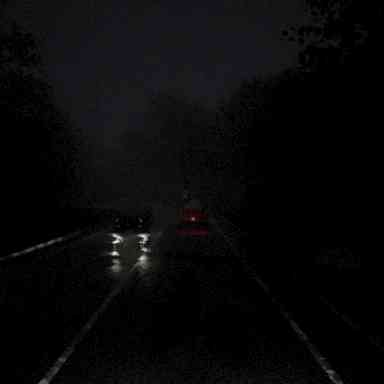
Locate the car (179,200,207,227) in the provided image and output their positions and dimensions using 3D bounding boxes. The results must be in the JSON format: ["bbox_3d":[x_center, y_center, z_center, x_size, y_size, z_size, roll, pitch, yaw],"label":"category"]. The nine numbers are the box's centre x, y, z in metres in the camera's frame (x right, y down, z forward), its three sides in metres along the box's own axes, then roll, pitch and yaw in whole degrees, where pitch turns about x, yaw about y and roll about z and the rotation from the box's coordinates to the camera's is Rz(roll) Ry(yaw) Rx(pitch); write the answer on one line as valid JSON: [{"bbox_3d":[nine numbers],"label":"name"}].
[{"bbox_3d":[0.061,1.585,23.760,1.882,1.535,5.008,0,0,0],"label":"car"}]

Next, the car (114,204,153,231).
[{"bbox_3d":[-3.629,1.575,21.362,1.882,1.535,5.008,0,0,0],"label":"car"}]

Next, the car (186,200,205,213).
[{"bbox_3d":[0.492,1.712,41.256,1.812,1.442,4.674,0,0,6],"label":"car"}]
